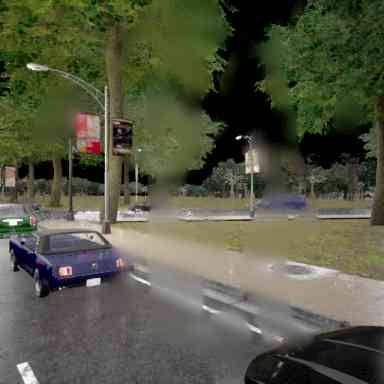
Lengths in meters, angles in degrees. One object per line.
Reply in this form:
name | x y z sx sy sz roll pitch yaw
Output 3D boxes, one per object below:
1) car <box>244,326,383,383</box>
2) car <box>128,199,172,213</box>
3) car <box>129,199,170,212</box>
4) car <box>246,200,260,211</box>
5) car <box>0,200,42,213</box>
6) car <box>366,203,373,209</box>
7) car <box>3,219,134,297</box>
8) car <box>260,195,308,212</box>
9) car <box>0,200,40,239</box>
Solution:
car | 2.352 1.478 1.244 1.882 1.535 5.008 0 0 -38
car | -4.802 1.633 38.102 4.892 1.490 1.837 0 0 -14
car | -5.273 1.633 41.337 4.892 1.490 1.837 0 0 -15
car | 9.807 1.707 45.188 4.902 1.511 2.128 0 0 -14
car | -19.574 1.609 37.837 4.181 1.385 1.994 0 0 -11
car | 28.509 1.876 49.882 4.674 1.442 1.812 1 0 -14
car | -3.419 1.601 8.719 1.895 1.301 4.718 0 0 -38
car | 11.990 1.448 42.396 5.566 2.045 2.150 0 0 -14
car | -8.909 1.352 15.837 2.097 1.767 4.553 0 0 -38
